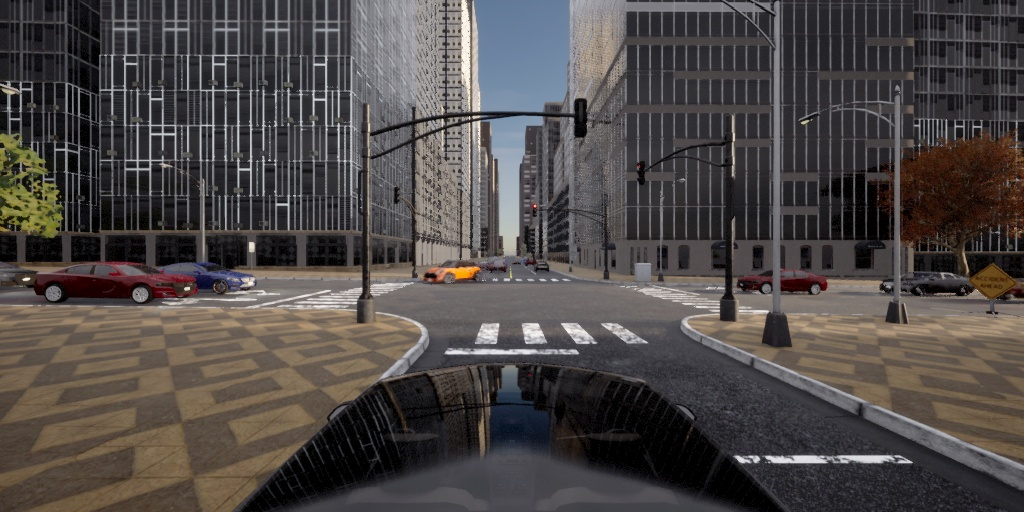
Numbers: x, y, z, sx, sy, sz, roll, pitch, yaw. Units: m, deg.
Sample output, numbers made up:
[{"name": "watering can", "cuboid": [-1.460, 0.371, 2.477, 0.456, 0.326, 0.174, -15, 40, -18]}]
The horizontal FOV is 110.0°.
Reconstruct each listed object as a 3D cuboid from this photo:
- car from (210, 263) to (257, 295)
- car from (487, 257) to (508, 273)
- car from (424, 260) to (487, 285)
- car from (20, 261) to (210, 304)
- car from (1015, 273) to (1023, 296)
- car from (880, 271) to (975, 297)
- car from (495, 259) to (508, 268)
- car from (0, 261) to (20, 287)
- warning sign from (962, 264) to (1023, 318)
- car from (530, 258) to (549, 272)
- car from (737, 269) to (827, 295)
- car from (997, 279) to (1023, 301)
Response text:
[{"name": "car", "cuboid": [-14.986, 1.026, 17.316, 4.674, 1.442, 1.812, 1, 0, -1]}, {"name": "car", "cuboid": [-1.620, 1.242, 42.907, 1.882, 1.535, 5.008, 0, 0, 0]}, {"name": "car", "cuboid": [-4.348, 1.112, 26.768, 2.097, 1.767, 4.553, 0, 0, 37]}, {"name": "car", "cuboid": [-15.295, 0.973, 14.044, 5.008, 1.535, 1.882, 1, 0, -2]}, {"name": "car", "cuboid": [36.267, 1.932, 23.263, 4.892, 1.490, 1.837, 1, 0, -3]}, {"name": "car", "cuboid": [26.276, 1.740, 22.785, 4.902, 1.511, 2.128, 1, 0, -3]}, {"name": "car", "cuboid": [-1.717, 1.233, 59.893, 1.882, 1.535, 5.008, 0, 0, 0]}, {"name": "car", "cuboid": [-24.912, 0.882, 16.833, 4.181, 1.385, 1.994, 1, 0, -3]}, {"name": "warning sign", "cuboid": [17.251, 1.204, 12.883, 1.060, 1.860, 1.300, 0, 0, -3]}, {"name": "car", "cuboid": [3.818, 1.329, 46.652, 1.948, 1.339, 4.313, 0, 0, 0]}, {"name": "car", "cuboid": [16.706, 1.554, 22.317, 5.008, 1.535, 1.882, 1, 0, -3]}, {"name": "car", "cuboid": [29.120, 1.901, 19.466, 4.718, 1.301, 1.895, 1, 0, -3]}]
